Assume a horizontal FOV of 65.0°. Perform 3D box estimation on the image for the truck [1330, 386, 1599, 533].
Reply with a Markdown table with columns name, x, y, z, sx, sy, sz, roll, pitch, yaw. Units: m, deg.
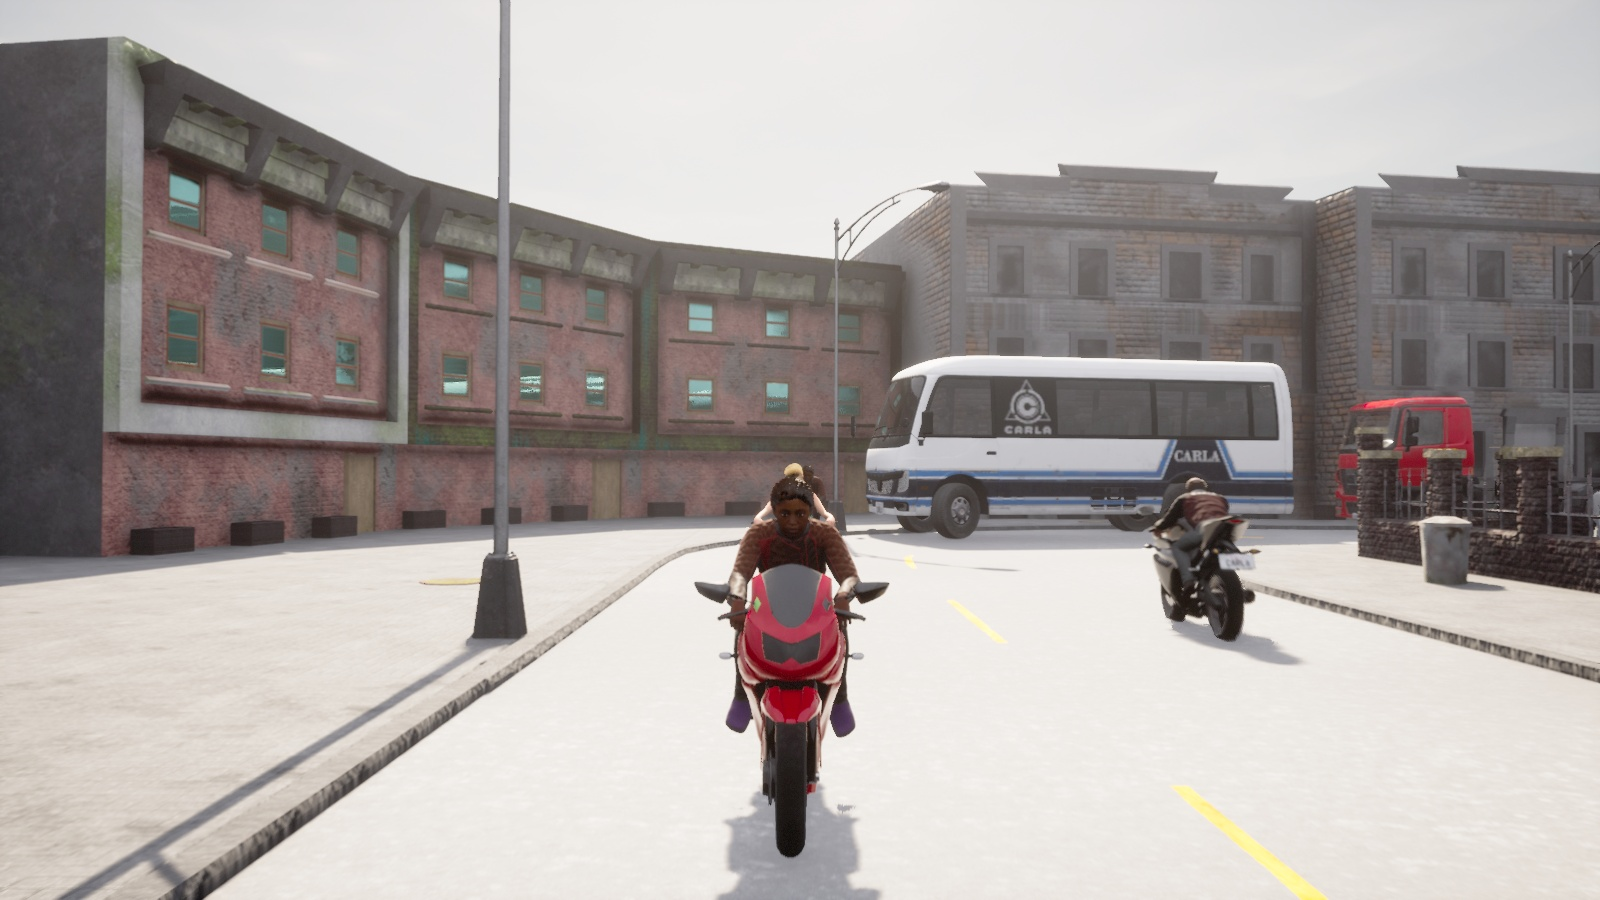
| name | x | y | z | sx | sy | sz | roll | pitch | yaw |
| --- | --- | --- | --- | --- | --- | --- | --- | --- | --- |
| truck | 17.817 | 0.234 | 31.345 | 7.936 | 3.462 | 2.891 | 0 | -1 | 0 |

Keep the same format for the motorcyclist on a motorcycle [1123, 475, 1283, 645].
| name | x | y | z | sx | sy | sz | roll | pitch | yaw |
| --- | --- | --- | --- | --- | --- | --- | --- | --- | --- |
| motorcyclist on a motorcycle | 3.942 | 1.021 | 12.507 | 0.866 | 1.530 | 2.191 | 0 | -1 | 0 |

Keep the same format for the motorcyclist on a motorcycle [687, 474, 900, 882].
| name | x | y | z | sx | sy | sz | roll | pitch | yaw |
| --- | --- | --- | --- | --- | --- | --- | --- | --- | --- |
| motorcyclist on a motorcycle | -0.030 | 0.882 | 5.771 | 0.797 | 1.523 | 2.044 | 0 | -1 | 0 |

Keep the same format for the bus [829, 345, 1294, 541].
| name | x | y | z | sx | sy | sz | roll | pitch | yaw |
| --- | --- | --- | --- | --- | --- | --- | --- | --- | --- |
| bus | 6.168 | -0.127 | 30.347 | 10.273 | 4.253 | 3.944 | 0 | -1 | -13 |
